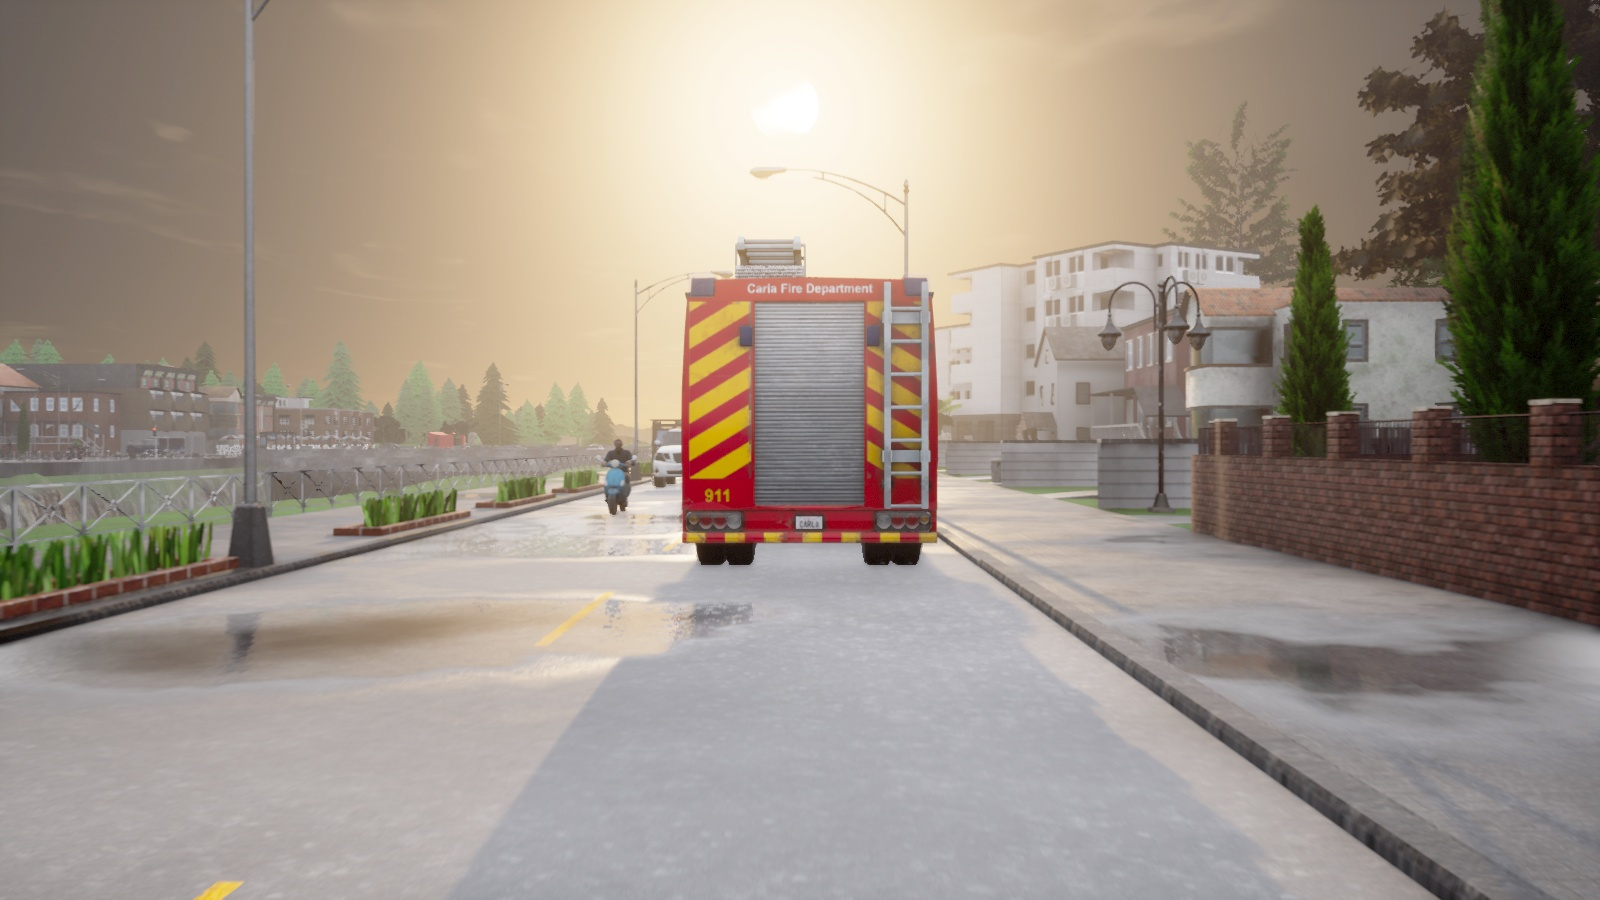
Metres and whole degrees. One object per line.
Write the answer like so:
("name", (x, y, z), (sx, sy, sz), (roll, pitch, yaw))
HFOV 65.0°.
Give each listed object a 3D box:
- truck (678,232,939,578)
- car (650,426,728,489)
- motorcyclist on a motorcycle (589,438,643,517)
("truck", (0.121, -0.520, 18.152), (2.891, 3.827, 8.468), (0, 0, 0))
("car", (-3.736, 0.218, 43.316), (2.150, 2.045, 5.566), (0, 0, 0))
("motorcyclist on a motorcycle", (-3.834, 0.548, 26.332), (0.866, 1.590, 1.817), (0, 0, 0))
